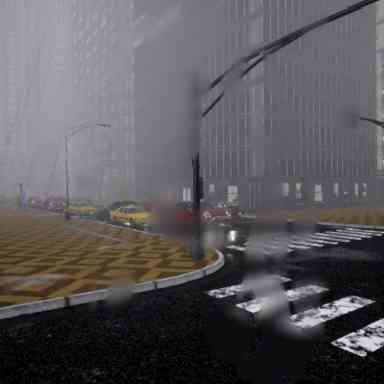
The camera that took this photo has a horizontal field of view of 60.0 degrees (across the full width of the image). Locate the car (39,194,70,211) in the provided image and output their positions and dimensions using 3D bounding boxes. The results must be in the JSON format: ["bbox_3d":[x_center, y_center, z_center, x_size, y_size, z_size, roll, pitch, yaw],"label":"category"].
[{"bbox_3d":[-17.032,1.429,41.068,1.967,1.590,4.097,-1,1,-36],"label":"car"}]

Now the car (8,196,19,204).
[{"bbox_3d":[-33.258,1.493,63.623,2.008,1.369,4.403,-1,1,-36],"label":"car"}]

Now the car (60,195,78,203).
[{"bbox_3d":[-23.617,1.385,63.714,2.008,1.369,4.403,-1,1,-36],"label":"car"}]

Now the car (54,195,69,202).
[{"bbox_3d":[-26.862,1.407,68.225,1.802,1.307,4.206,-1,1,-36],"label":"car"}]

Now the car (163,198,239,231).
[{"bbox_3d":[0.445,1.346,20.992,2.097,1.767,4.553,-1,1,-36],"label":"car"}]

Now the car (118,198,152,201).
[{"bbox_3d":[-5.780,1.482,29.651,1.837,1.490,4.892,-1,1,-36],"label":"car"}]

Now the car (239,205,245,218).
[{"bbox_3d":[2.452,1.455,27.704,2.008,1.369,4.403,-1,1,-36],"label":"car"}]

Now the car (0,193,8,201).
[{"bbox_3d":[-46.240,1.449,81.666,1.887,1.381,4.507,-1,1,-36],"label":"car"}]

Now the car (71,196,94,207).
[{"bbox_3d":[-16.369,1.402,49.419,1.837,1.490,4.892,-1,1,-36],"label":"car"}]

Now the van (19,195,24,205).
[{"bbox_3d":[-26.770,1.302,54.600,1.690,1.788,3.998,-1,1,-36],"label":"van"}]

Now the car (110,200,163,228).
[{"bbox_3d":[-4.055,1.552,22.813,1.752,1.417,4.829,-1,1,-36],"label":"car"}]

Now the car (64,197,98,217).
[{"bbox_3d":[-10.490,1.533,31.877,1.752,1.417,4.829,-1,1,-36],"label":"car"}]

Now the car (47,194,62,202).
[{"bbox_3d":[-30.109,1.255,72.735,1.967,1.590,4.097,-1,1,-36],"label":"car"}]

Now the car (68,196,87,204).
[{"bbox_3d":[-20.371,1.388,59.204,1.887,1.381,4.507,-1,1,-36],"label":"car"}]

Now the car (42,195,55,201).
[{"bbox_3d":[-33.453,1.331,77.384,1.752,1.417,4.829,-1,1,-36],"label":"car"}]

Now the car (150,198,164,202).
[{"bbox_3d":[-4.098,1.328,36.684,1.967,1.590,4.097,-1,1,-36],"label":"car"}]

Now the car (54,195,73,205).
[{"bbox_3d":[-22.417,1.358,57.838,1.882,1.535,5.008,-1,1,-35],"label":"car"}]

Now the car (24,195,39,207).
[{"bbox_3d":[-23.523,1.411,50.090,1.967,1.590,4.097,-1,1,-36],"label":"car"}]
